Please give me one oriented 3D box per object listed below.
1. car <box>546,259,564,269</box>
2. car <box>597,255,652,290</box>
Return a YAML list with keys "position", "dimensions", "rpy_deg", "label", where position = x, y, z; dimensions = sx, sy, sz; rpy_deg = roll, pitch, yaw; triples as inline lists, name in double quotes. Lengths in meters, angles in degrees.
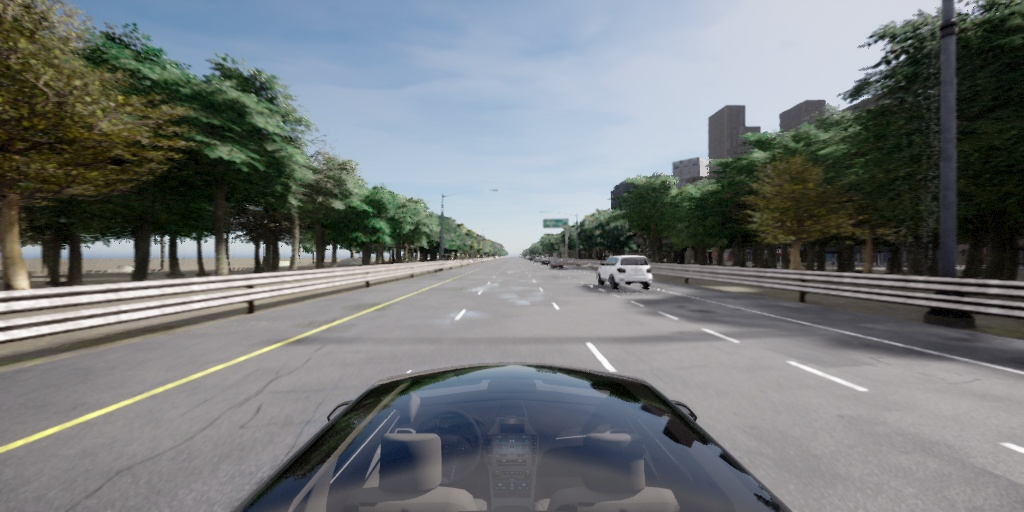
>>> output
- position: [7.137, 1.376, 57.814]
  dimensions: [1.895, 1.301, 4.718]
  rpy_deg: [0, 0, 0]
  label: "car"
- position: [7.011, 0.987, 22.862]
  dimensions: [2.150, 2.045, 5.566]
  rpy_deg: [0, 0, 0]
  label: "car"
